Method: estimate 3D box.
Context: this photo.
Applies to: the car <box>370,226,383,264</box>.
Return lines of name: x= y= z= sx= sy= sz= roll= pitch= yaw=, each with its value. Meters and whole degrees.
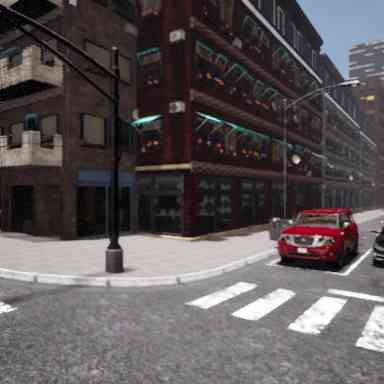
car: x=7.965 y=1.805 z=12.386 sx=1.837 sy=1.490 sz=4.892 roll=0 pitch=-1 yaw=35

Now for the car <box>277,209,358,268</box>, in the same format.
car: x=4.931 y=1.580 z=12.594 sx=2.192 sy=1.841 sz=5.009 roll=-1 pitch=-2 yaw=35
